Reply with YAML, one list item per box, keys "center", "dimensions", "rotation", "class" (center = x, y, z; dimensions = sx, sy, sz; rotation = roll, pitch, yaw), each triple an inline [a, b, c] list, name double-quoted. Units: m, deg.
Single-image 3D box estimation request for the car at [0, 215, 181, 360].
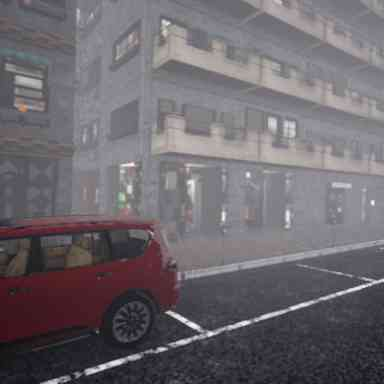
- center: [-2.497, 1.319, 4.757]
  dimensions: [5.009, 1.841, 2.192]
  rotation: [0, 1, -35]
  class: "car"
